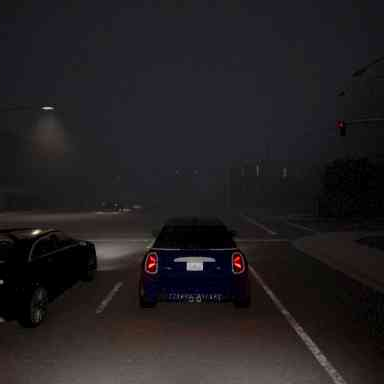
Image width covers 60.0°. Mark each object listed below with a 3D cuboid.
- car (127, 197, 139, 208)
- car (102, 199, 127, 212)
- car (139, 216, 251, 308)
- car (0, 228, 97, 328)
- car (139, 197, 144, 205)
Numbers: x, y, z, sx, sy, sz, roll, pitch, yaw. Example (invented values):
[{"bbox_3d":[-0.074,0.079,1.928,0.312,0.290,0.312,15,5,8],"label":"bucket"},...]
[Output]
[{"bbox_3d":[-10.693,1.880,54.726,2.128,1.511,4.902,0,0,0],"label":"car"},{"bbox_3d":[-10.683,1.692,44.948,2.097,1.767,4.553,0,0,0],"label":"car"},{"bbox_3d":[0.057,1.364,8.115,2.097,1.767,4.553,0,0,0],"label":"car"},{"bbox_3d":[-3.448,1.503,6.973,2.128,1.511,4.902,0,0,0],"label":"car"},{"bbox_3d":[-10.664,1.806,65.133,2.128,1.511,4.902,0,1,0],"label":"car"}]
